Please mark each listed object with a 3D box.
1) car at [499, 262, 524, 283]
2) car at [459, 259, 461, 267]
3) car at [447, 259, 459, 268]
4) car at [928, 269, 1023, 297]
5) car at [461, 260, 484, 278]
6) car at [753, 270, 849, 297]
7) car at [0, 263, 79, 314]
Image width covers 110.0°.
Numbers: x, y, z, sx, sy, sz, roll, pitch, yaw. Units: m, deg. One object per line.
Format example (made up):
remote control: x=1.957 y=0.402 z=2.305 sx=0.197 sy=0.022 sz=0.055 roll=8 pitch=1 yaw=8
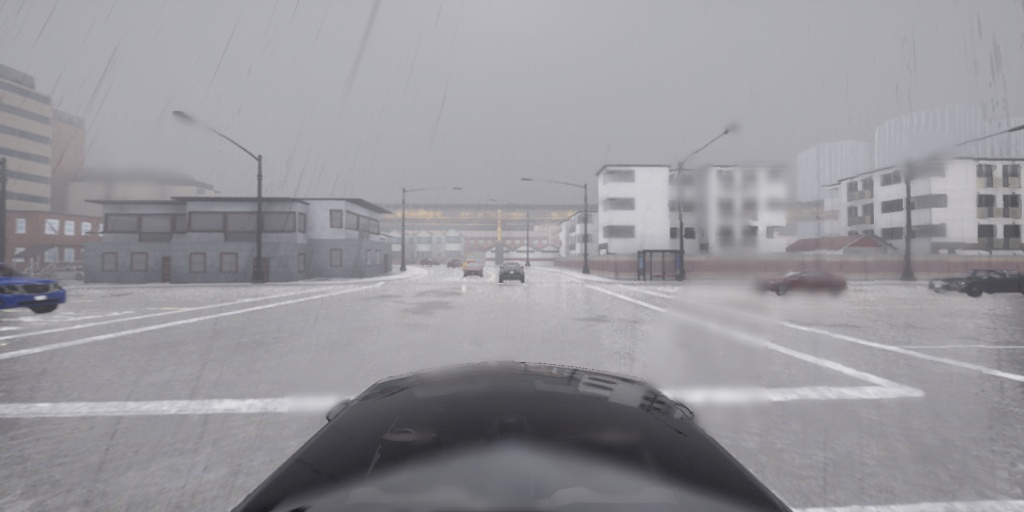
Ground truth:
car: x=-0.032 y=1.321 z=31.419 sx=2.097 sy=1.767 sz=4.553 roll=0 pitch=1 yaw=0
car: x=-5.335 y=1.268 z=46.926 sx=1.882 sy=1.535 sz=5.008 roll=0 pitch=1 yaw=-15
car: x=-8.869 y=1.175 z=56.468 sx=1.812 sy=1.442 sz=4.674 roll=0 pitch=0 yaw=-27
car: x=26.601 y=1.503 z=20.186 sx=4.902 sy=1.511 sz=2.128 roll=0 pitch=-1 yaw=2
car: x=-3.960 y=1.380 z=37.432 sx=1.882 sy=1.535 sz=5.008 roll=0 pitch=1 yaw=-3
car: x=16.420 y=1.520 z=20.461 sx=4.674 sy=1.442 sz=1.812 roll=0 pitch=-1 yaw=1
car: x=-19.684 y=1.180 z=12.798 sx=5.566 sy=2.045 sz=2.150 roll=-1 pitch=-1 yaw=-2
